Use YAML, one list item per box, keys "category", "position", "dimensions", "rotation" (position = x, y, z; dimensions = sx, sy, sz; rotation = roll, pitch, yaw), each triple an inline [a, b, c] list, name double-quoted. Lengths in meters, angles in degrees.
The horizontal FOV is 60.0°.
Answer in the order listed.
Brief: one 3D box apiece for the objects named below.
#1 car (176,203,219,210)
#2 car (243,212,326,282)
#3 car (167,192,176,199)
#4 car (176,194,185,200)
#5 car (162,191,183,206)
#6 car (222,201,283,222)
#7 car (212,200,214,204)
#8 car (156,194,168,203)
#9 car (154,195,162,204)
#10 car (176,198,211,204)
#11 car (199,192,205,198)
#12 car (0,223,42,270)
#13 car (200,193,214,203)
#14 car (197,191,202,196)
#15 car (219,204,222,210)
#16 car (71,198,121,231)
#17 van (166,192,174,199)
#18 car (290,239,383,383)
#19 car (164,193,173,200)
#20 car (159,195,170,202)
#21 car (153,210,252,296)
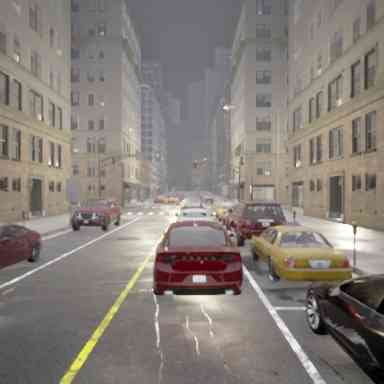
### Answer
- category: "car"
  position: [0.124, 1.504, 16.371]
  dimensions: [1.812, 1.442, 4.674]
  rotation: [0, 0, 0]
- category: "car"
  position: [2.781, 1.516, 9.526]
  dimensions: [1.752, 1.417, 4.829]
  rotation: [0, 0, 0]
- category: "car"
  position: [-5.611, 0.865, 90.677]
  dimensions: [2.192, 1.841, 5.009]
  rotation: [1, 0, 0]
- category: "car"
  position: [-2.874, 1.179, 81.222]
  dimensions: [1.994, 1.385, 4.181]
  rotation: [0, 0, 0]
- category: "car"
  position: [-3.062, 1.185, 52.018]
  dimensions: [2.097, 1.767, 4.553]
  rotation: [0, 0, 2]
- category: "car"
  position: [2.790, 1.297, 14.910]
  dimensions: [2.192, 1.841, 5.009]
  rotation: [0, 0, 0]
- category: "car"
  position: [2.808, 1.476, 26.185]
  dimensions: [1.752, 1.417, 4.829]
  rotation: [0, 0, 0]
- category: "car"
  position: [-5.656, 1.200, 63.563]
  dimensions: [1.967, 1.590, 4.097]
  rotation: [1, 0, 0]
- category: "car"
  position: [-5.666, 1.340, 58.140]
  dimensions: [1.887, 1.381, 4.507]
  rotation: [0, 0, 0]
- category: "car"
  position: [0.113, 1.445, 25.513]
  dimensions: [2.128, 1.511, 4.902]
  rotation: [0, 0, 0]
- category: "car"
  position: [2.878, 1.245, 69.135]
  dimensions: [1.752, 1.417, 4.829]
  rotation: [1, 0, 0]
- category: "car"
  position: [-5.745, 1.573, 9.376]
  dimensions: [1.802, 1.307, 4.206]
  rotation: [0, 0, 0]
- category: "car"
  position: [2.859, 1.346, 58.119]
  dimensions: [2.008, 1.369, 4.403]
  rotation: [0, 0, 0]
- category: "car"
  position: [2.913, 0.990, 90.659]
  dimensions: [1.967, 1.590, 4.097]
  rotation: [1, 1, 0]
- category: "car"
  position: [2.799, 1.550, 20.461]
  dimensions: [1.802, 1.307, 4.206]
  rotation: [0, 0, 0]
- category: "car"
  position: [-5.726, 1.283, 20.481]
  dimensions: [2.192, 1.841, 5.009]
  rotation: [0, 0, 0]
- category: "van"
  position: [-5.620, 0.936, 85.255]
  dimensions: [1.690, 1.788, 3.998]
  rotation: [1, 0, 0]
- category: "car"
  position: [2.771, 1.564, 3.804]
  dimensions: [1.947, 1.339, 4.313]
  rotation: [0, 0, 0]
- category: "car"
  position: [-5.630, 1.078, 79.833]
  dimensions: [1.967, 1.590, 4.097]
  rotation: [1, 0, 0]
- category: "car"
  position: [-5.648, 1.266, 68.987]
  dimensions: [1.887, 1.381, 4.507]
  rotation: [1, 0, 0]
- category: "car"
  position: [0.088, 1.470, 8.699]
  dimensions: [1.882, 1.535, 5.008]
  rotation: [0, 0, -1]
